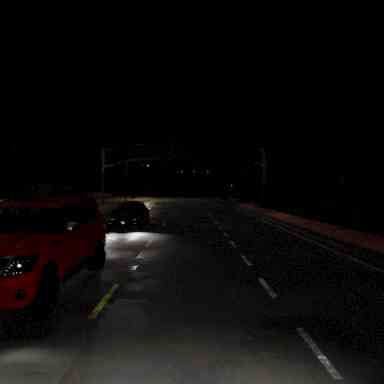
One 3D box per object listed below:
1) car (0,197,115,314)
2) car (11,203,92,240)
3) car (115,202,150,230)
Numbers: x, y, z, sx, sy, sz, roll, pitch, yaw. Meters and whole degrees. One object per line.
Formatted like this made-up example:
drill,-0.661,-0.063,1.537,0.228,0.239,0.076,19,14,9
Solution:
car,-3.626,1.172,7.826,2.150,2.045,5.566,0,0,0
car,-7.152,1.434,17.653,2.033,1.411,5.357,0,1,0
car,-3.650,1.373,20.014,1.837,1.490,4.892,0,0,0
